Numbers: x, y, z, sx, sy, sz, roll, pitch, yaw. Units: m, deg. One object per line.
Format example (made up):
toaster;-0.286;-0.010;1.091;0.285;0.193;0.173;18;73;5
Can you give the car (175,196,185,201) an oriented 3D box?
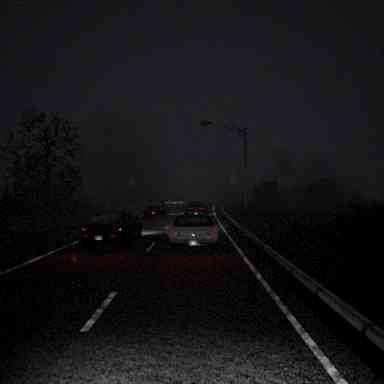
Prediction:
car;-2.807;1.488;76.902;1.895;1.301;4.718;0;0;7

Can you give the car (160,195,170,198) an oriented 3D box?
car;-6.272;1.431;77.401;2.033;1.411;5.357;0;0;7

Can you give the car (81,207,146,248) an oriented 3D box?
car;-3.424;1.530;14.615;1.812;1.442;4.674;0;0;1

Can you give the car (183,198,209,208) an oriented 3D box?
car;0.401;1.514;29.457;1.837;1.490;4.892;0;0;2

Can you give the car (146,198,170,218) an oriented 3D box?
car;-3.097;1.530;29.574;1.812;1.442;4.674;0;0;2

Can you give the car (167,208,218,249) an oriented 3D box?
car;0.076;1.613;14.604;1.895;1.301;4.718;0;0;1
